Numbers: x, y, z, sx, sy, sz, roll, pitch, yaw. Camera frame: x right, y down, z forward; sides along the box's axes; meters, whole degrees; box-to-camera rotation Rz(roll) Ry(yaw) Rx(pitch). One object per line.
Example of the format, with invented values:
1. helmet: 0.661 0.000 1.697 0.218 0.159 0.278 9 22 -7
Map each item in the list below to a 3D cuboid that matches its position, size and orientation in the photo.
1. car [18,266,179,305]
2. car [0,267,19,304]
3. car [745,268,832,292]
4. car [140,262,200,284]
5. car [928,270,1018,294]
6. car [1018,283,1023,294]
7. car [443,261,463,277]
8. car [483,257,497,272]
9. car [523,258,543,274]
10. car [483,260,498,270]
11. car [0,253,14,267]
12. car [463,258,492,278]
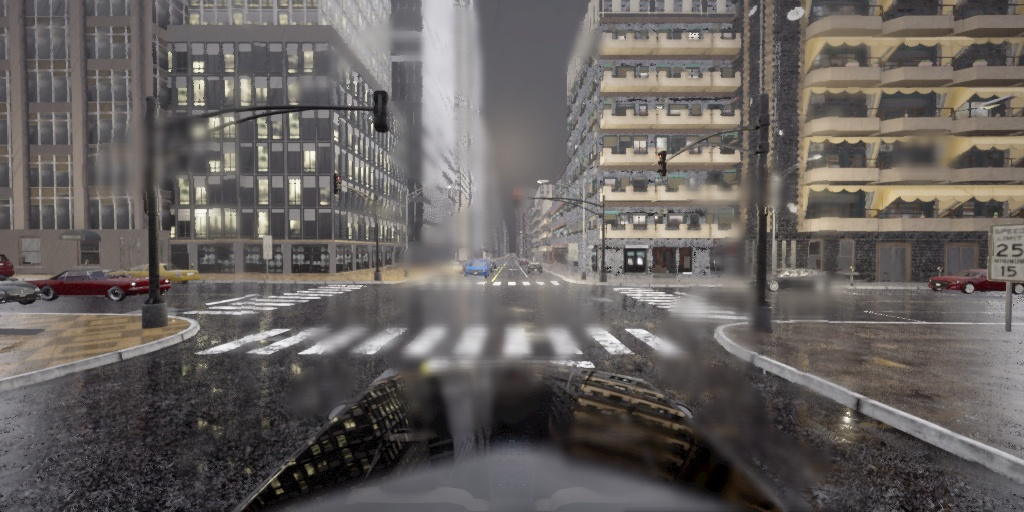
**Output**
1. car: -18.052 1.231 15.833 4.718 1.301 1.895 0 1 1
2. car: -20.310 1.204 13.310 4.403 1.370 2.007 0 0 1
3. car: 16.270 1.376 21.218 4.403 1.370 2.007 0 0 1
4. car: -21.707 1.029 21.641 4.829 1.417 1.751 0 0 1
5. car: 27.336 1.462 21.085 4.507 1.381 1.888 0 0 1
6. car: 21.694 1.576 12.773 4.313 1.339 1.948 0 0 1
7. car: -5.759 1.265 35.821 1.751 1.417 4.829 0 0 0
8. car: -3.174 1.230 43.318 2.128 1.511 4.902 0 0 0
9. car: 2.610 1.289 41.662 2.007 1.370 4.403 0 0 0
10. car: -3.192 1.337 53.608 1.895 1.301 4.718 0 0 0
11. car: -33.654 0.712 21.822 5.009 1.841 2.192 0 0 1
12. car: -3.155 1.218 33.627 1.882 1.535 5.008 0 0 -1
